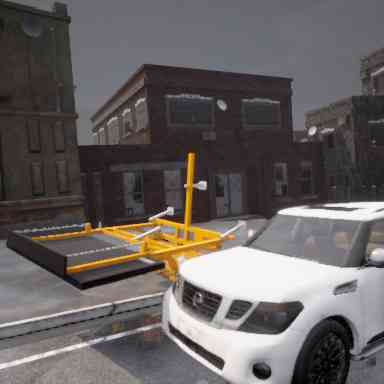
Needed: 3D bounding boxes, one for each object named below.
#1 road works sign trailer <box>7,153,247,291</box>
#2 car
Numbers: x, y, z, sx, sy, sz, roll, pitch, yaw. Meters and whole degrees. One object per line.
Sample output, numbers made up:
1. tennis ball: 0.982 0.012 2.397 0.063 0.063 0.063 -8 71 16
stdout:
1. road works sign trailer: -0.962 0.686 5.836 2.380 2.880 3.560 8 7 42
2. car: 2.303 1.219 5.255 5.566 2.045 2.150 0 1 -33
